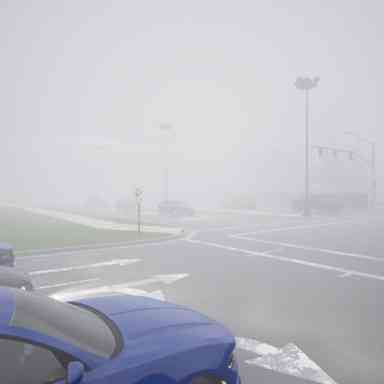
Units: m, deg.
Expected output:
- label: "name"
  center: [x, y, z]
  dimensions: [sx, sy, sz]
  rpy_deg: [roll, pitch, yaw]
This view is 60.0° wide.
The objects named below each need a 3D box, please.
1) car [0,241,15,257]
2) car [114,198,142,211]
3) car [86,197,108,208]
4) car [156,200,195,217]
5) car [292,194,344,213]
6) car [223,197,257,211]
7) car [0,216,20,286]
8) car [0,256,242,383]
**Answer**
- label: "car"
  center: [-4.551, 1.564, 4.817]
  dimensions: [4.181, 1.385, 1.994]
  rpy_deg: [0, 0, -35]
- label: "car"
  center: [-7.792, 1.491, 40.215]
  dimensions: [2.128, 1.511, 4.902]
  rpy_deg: [0, 0, -36]
- label: "car"
  center: [-13.955, 1.491, 48.636]
  dimensions: [2.128, 1.511, 4.902]
  rpy_deg: [0, 0, -36]
- label: "car"
  center: [-1.637, 1.505, 31.839]
  dimensions: [1.837, 1.490, 4.892]
  rpy_deg: [0, 0, -36]
- label: "car"
  center: [13.733, 1.223, 36.599]
  dimensions: [2.150, 2.045, 5.566]
  rpy_deg: [0, 0, -36]
- label: "car"
  center: [5.881, 1.352, 41.362]
  dimensions: [2.097, 1.767, 4.553]
  rpy_deg: [0, 0, -36]
- label: "car"
  center: [-6.823, 1.478, 7.496]
  dimensions: [5.008, 1.535, 1.882]
  rpy_deg: [0, 0, -35]
- label: "car"
  center: [-1.830, 1.478, 2.455]
  dimensions: [5.008, 1.535, 1.882]
  rpy_deg: [0, 0, -35]
